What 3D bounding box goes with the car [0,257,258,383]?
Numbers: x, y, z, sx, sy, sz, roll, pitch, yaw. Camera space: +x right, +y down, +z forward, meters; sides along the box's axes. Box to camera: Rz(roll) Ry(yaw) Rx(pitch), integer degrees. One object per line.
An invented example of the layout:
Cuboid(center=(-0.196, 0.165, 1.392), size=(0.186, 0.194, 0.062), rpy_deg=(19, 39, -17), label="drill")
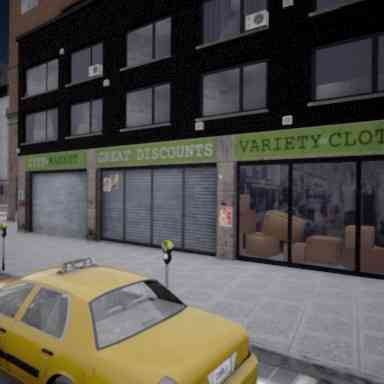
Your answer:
Cuboid(center=(-1.615, 1.522, 4.240), size=(4.829, 1.417, 1.752), rpy_deg=(0, 1, 35), label="car")
